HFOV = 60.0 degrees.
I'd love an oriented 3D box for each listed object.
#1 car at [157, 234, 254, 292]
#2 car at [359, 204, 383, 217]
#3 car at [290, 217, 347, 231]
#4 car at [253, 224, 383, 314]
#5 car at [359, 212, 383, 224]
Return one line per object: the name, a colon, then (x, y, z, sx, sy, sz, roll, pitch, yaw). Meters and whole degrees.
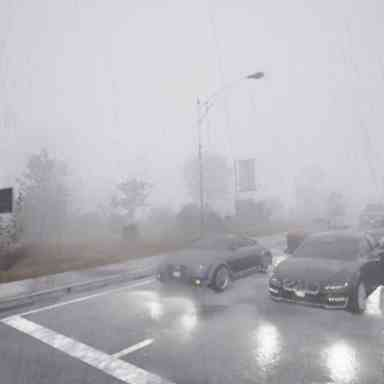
car: (0.871, 2.050, 10.515, 1.994, 1.385, 4.181, -4, -3, 40)
car: (15.922, 2.019, 28.273, 2.150, 2.045, 5.566, -4, -4, 40)
car: (6.677, 2.084, 17.365, 1.882, 1.535, 5.008, -4, -4, 40)
car: (3.696, 1.794, 8.449, 1.837, 1.490, 4.892, -4, -3, 40)
car: (9.765, 1.906, 15.601, 2.128, 1.511, 4.902, -4, -4, 40)
